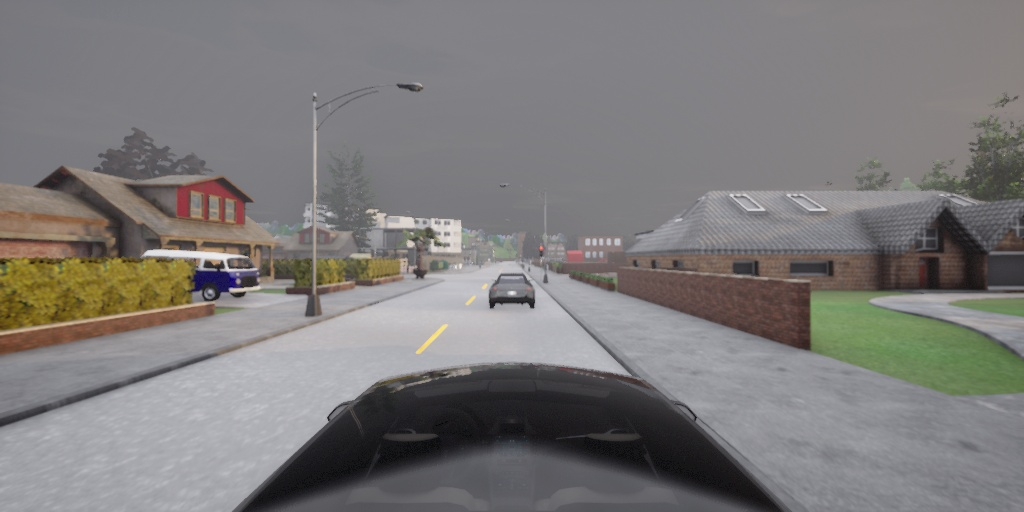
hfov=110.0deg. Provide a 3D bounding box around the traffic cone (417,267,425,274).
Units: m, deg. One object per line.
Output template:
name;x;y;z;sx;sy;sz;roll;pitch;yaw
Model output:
traffic cone;-14.376;2.094;56.859;0.344;0.586;0.344;0;0;0

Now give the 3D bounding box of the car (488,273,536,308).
car;0.006;1.448;16.135;1.994;1.385;4.181;0;0;0

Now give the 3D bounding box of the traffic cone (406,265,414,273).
traffic cone;-15.736;2.058;55.250;0.344;0.586;0.344;0;0;0

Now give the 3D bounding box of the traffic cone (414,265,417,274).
traffic cone;-15.375;2.060;55.819;0.344;0.586;0.344;0;0;0
